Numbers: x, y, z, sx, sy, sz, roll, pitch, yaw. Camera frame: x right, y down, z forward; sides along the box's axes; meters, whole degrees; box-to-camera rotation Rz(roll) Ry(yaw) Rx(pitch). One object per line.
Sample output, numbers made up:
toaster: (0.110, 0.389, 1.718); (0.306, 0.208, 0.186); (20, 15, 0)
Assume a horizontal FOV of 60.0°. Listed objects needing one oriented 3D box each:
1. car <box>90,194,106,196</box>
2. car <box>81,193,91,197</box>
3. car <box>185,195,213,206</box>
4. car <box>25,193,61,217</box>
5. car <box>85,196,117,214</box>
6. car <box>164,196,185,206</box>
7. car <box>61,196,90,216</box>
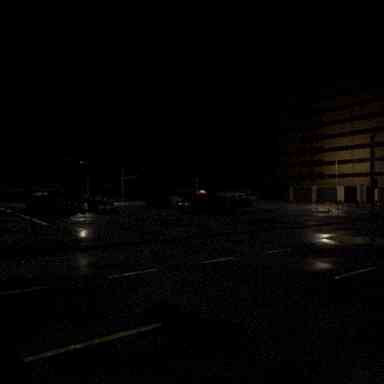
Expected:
car: (-12.916, 1.447, 48.523); (1.970, 1.475, 3.806); (0, 0, -35)
car: (-20.746, 1.208, 64.370); (1.905, 1.878, 3.866); (0, 0, -35)
car: (1.443, 1.645, 68.398); (2.033, 1.411, 5.357); (0, 0, -35)
car: (-13.487, 1.205, 29.603); (1.932, 1.855, 4.605); (0, 0, -35)
car: (-8.952, 1.447, 32.851); (1.970, 1.475, 3.806); (0, 0, -35)
car: (-3.194, 1.565, 68.901); (1.882, 1.535, 5.008); (0, 0, -35)
car: (-11.321, 1.416, 31.187); (1.784, 1.438, 3.905); (0, 0, -35)
